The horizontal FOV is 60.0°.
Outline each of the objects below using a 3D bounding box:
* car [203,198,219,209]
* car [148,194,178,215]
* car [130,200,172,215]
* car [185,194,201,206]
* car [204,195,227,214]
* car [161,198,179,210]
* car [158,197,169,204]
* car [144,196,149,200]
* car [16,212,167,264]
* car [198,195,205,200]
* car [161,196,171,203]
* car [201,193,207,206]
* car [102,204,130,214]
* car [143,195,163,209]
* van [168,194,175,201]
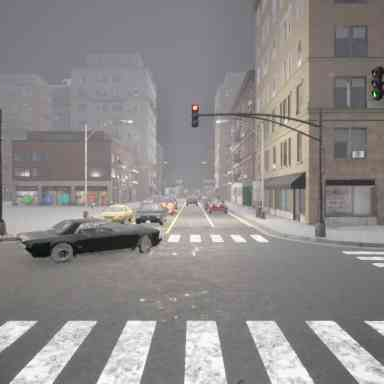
[{"bbox_3d":[2.652,1.568,46.698,1.947,1.339,4.313,0,0,0],"label":"car"},{"bbox_3d":[-2.841,1.353,33.814,2.097,1.767,4.553,0,0,0],"label":"car"},{"bbox_3d":[-2.841,1.548,24.166,2.033,1.411,5.357,0,0,0],"label":"car"},{"bbox_3d":[0.018,1.508,53.993,1.837,1.490,4.892,0,0,0],"label":"car"},{"bbox_3d":[2.648,1.441,35.374,1.967,1.590,4.097,0,0,0],"label":"car"},{"bbox_3d":[-2.831,1.550,44.222,2.033,1.411,5.357,0,0,0],"label":"car"},{"bbox_3d":[-5.367,1.586,63.687,1.802,1.307,4.206,0,0,0],"label":"car"},{"bbox_3d":[-5.375,1.552,41.039,2.008,1.369,4.403,0,0,0],"label":"car"},{"bbox_3d":[-3.448,1.591,11.777,4.718,1.301,1.895,0,0,-37],"label":"car"},{"bbox_3d":[2.668,1.575,91.993,1.947,1.339,4.313,0,0,0],"label":"car"},{"bbox_3d":[-5.365,1.530,69.179,1.752,1.417,4.829,0,0,0],"label":"car"},{"bbox_3d":[2.650,1.317,41.036,2.192,1.841,5.009,0,0,0],"label":"car"},{"bbox_3d":[-5.381,1.526,23.883,1.752,1.417,4.829,0,0,0],"label":"car"},{"bbox_3d":[-5.373,1.317,46.701,2.192,1.841,5.009,0,0,0],"label":"car"},{"bbox_3d":[-5.359,1.349,86.334,1.690,1.788,3.998,0,0,0],"label":"van"}]
